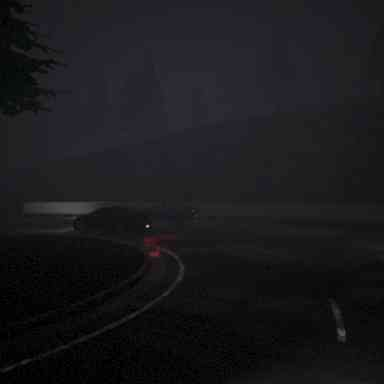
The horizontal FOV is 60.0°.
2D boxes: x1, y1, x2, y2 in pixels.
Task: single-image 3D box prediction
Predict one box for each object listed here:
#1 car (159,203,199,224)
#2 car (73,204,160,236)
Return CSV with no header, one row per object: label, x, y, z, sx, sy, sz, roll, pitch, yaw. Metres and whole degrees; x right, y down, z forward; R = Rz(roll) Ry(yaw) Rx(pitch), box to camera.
car,-1.865,1.542,24.994,4.902,1.511,2.128,0,0,26
car,-4.515,1.553,18.709,4.892,1.490,1.837,0,-3,27
